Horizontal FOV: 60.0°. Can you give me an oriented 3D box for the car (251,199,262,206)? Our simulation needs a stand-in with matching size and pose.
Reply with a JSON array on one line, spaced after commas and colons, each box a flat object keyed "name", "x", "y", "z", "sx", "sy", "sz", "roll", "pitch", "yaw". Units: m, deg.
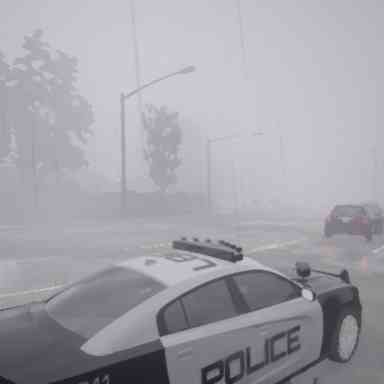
[{"name": "car", "x": 12.619, "y": 2.029, "z": 65.560, "sx": 1.994, "sy": 1.385, "sz": 4.181, "roll": -1, "pitch": -1, "yaw": 9}]

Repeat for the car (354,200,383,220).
[{"name": "car", "x": 16.250, "y": 1.599, "z": 30.795, "sx": 1.837, "sy": 1.490, "sz": 4.892, "roll": 0, "pitch": 0, "yaw": 22}]

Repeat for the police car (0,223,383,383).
[{"name": "police car", "x": 0.290, "y": 1.426, "z": 4.131, "sx": 5.238, "sy": 1.638, "sz": 1.930, "roll": 0, "pitch": 0, "yaw": -39}]

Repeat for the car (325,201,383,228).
[{"name": "car", "x": 8.531, "y": 1.388, "z": 17.343, "sx": 2.097, "sy": 1.767, "sz": 4.553, "roll": 0, "pitch": -1, "yaw": 37}]

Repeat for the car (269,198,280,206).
[{"name": "car", "x": 16.076, "y": 1.899, "z": 65.021, "sx": 1.882, "sy": 1.535, "sz": 5.008, "roll": -1, "pitch": 0, "yaw": 9}]
